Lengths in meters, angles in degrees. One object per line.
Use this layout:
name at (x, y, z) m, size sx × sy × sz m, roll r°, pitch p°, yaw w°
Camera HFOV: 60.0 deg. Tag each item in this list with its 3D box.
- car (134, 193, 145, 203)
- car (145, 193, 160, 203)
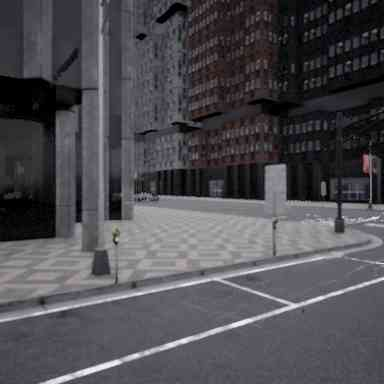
car at (-9.445, 0.872, 50.363) m, size 1.837 × 1.490 × 4.892 m, roll 0°, pitch 0°, yaw -36°
car at (-6.792, 0.868, 52.242) m, size 1.837 × 1.490 × 4.892 m, roll 0°, pitch 1°, yaw -35°
